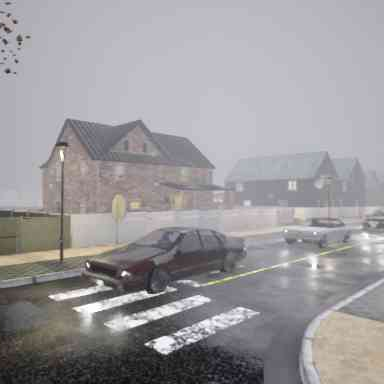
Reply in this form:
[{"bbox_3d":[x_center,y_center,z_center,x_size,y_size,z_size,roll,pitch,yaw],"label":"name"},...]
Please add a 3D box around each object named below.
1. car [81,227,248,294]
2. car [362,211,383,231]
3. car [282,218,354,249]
[{"bbox_3d":[-0.388,1.741,9.631,2.033,1.411,5.357,-1,-2,40],"label":"car"},{"bbox_3d":[14.503,2.163,25.186,2.128,1.511,4.902,-1,-2,45],"label":"car"},{"bbox_3d":[6.577,2.016,17.135,1.895,1.301,4.718,-1,-2,45],"label":"car"}]
